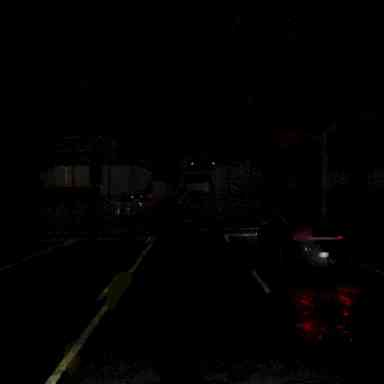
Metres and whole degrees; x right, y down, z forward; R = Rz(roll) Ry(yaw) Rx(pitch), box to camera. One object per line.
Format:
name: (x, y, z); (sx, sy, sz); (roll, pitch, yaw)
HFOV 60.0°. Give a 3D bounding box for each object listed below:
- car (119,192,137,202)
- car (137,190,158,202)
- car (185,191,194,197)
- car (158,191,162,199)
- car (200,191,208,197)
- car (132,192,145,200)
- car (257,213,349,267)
car: (-10.911, 0.933, 55.455); (1.837, 1.490, 4.892); (0, 1, 0)
car: (-7.416, 0.778, 55.569); (2.097, 1.767, 4.553); (0, 1, 0)
car: (-0.556, 0.434, 81.483); (1.837, 1.490, 4.892); (0, 1, 0)
car: (-7.468, 0.550, 68.638); (2.097, 1.767, 4.553); (0, 1, 0)
car: (2.944, 0.484, 81.508); (1.994, 1.385, 4.181); (0, 1, 0)
car: (-10.964, 0.778, 68.084); (1.994, 1.385, 4.181); (0, 1, 0)
car: (3.512, 1.456, 11.314); (2.128, 1.511, 4.902); (0, 0, 0)
